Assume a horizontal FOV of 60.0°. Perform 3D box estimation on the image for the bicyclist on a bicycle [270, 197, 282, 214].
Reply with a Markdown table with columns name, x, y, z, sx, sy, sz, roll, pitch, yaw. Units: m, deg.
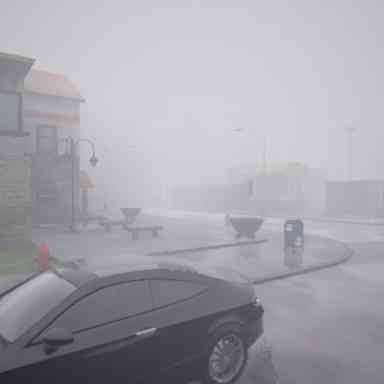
| name | x | y | z | sx | sy | sz | roll | pitch | yaw |
| --- | --- | --- | --- | --- | --- | --- | --- | --- | --- |
| bicyclist on a bicycle | 8.116 | 1.349 | 32.064 | 1.656 | 1.620 | 0.582 | 0 | 0 | -35 |

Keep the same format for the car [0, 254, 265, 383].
| name | x | y | z | sx | sy | sz | roll | pitch | yaw |
| --- | --- | --- | --- | --- | --- | --- | --- | --- | --- |
| car | -1.167 | 1.526 | 3.774 | 4.674 | 1.442 | 1.812 | 0 | 0 | -35 |
